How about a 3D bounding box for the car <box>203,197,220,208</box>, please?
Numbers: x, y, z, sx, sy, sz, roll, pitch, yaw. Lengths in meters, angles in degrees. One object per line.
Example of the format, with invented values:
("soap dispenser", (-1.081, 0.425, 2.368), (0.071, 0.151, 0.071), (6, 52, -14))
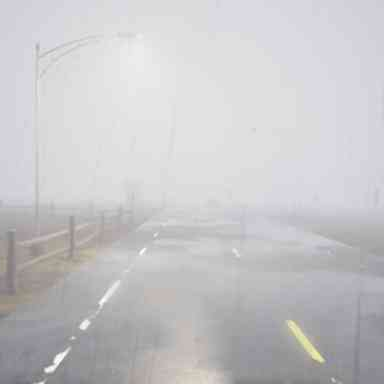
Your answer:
("car", (3.220, 1.621, 51.248), (2.128, 1.511, 4.902), (0, 0, 0))
